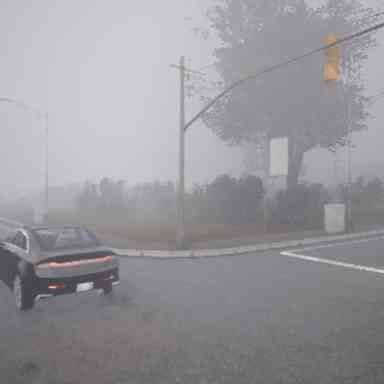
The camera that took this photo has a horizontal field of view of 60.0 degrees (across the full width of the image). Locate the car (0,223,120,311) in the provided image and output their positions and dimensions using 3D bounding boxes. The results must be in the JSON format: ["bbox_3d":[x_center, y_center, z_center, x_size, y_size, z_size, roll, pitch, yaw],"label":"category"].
[{"bbox_3d":[-3.453,1.506,7.940,2.128,1.511,4.902,1,0,-39],"label":"car"}]
